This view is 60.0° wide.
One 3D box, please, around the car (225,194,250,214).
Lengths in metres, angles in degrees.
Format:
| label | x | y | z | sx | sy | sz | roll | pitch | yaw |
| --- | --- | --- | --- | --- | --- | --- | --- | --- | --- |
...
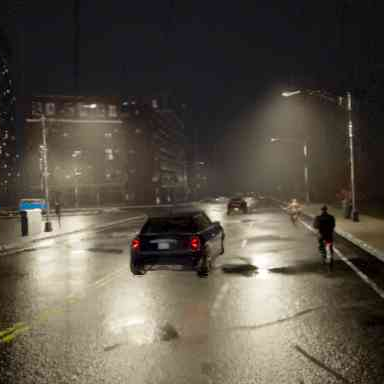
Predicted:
| label | x | y | z | sx | sy | sz | roll | pitch | yaw |
| --- | --- | --- | --- | --- | --- | --- | --- | --- | --- |
| car | 4.489 | 1.302 | 32.720 | 1.837 | 1.490 | 4.892 | -3 | 0 | 11 |

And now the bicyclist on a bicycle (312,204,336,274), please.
| label | x | y | z | sx | sy | sz | roll | pitch | yaw |
| --- | --- | --- | --- | --- | --- | --- | --- | --- | --- |
| bicyclist on a bicycle | 3.596 | 1.212 | 9.059 | 0.659 | 1.776 | 1.843 | -3 | 0 | 13 |

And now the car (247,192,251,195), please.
| label | x | y | z | sx | sy | sz | roll | pitch | yaw |
| --- | --- | --- | --- | --- | --- | --- | --- | --- | --- |
| car | 16.452 | 0.772 | 90.826 | 1.994 | 1.385 | 4.181 | -3 | 0 | 6 |

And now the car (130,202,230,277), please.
| label | x | y | z | sx | sy | sz | roll | pitch | yaw |
| --- | --- | --- | --- | --- | --- | --- | --- | --- | --- |
| car | -0.234 | 1.363 | 10.469 | 2.097 | 1.767 | 4.553 | -3 | 0 | 13 |

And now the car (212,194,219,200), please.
| label | x | y | z | sx | sy | sz | roll | pitch | yaw |
| --- | --- | --- | --- | --- | --- | --- | --- | --- | --- |
| car | 6.175 | 1.233 | 86.547 | 2.033 | 1.411 | 5.357 | -3 | 0 | 7 |

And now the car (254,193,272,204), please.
| label | x | y | z | sx | sy | sz | roll | pitch | yaw |
| --- | --- | --- | --- | --- | --- | --- | --- | --- | --- |
| car | 10.915 | 0.995 | 49.991 | 2.128 | 1.511 | 4.902 | -3 | 0 | 10 |

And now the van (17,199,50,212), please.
| label | x | y | z | sx | sy | sz | roll | pitch | yaw |
| --- | --- | --- | --- | --- | --- | --- | --- | --- | --- |
| van | -21.413 | 1.840 | 45.164 | 3.998 | 1.788 | 1.690 | -2 | -1 | -18 |

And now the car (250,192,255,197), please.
| label | x | y | z | sx | sy | sz | roll | pitch | yaw |
| --- | --- | --- | --- | --- | --- | --- | --- | --- | --- |
| car | 13.703 | 0.908 | 68.626 | 2.033 | 1.411 | 5.357 | -3 | 0 | 8 |

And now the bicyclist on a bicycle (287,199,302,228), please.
| label | x | y | z | sx | sy | sz | roll | pitch | yaw |
| --- | --- | --- | --- | --- | --- | --- | --- | --- | --- |
| bicyclist on a bicycle | 5.782 | 1.179 | 18.740 | 0.866 | 1.612 | 1.509 | -3 | 0 | 12 |

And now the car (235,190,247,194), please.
| label | x | y | z | sx | sy | sz | roll | pitch | yaw |
| --- | --- | --- | --- | --- | --- | --- | --- | --- | --- |
| car | 13.174 | 0.594 | 90.855 | 2.150 | 2.045 | 5.566 | -3 | 0 | 6 |

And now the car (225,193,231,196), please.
| label | x | y | z | sx | sy | sz | roll | pitch | yaw |
| --- | --- | --- | --- | --- | --- | --- | --- | --- | --- |
| car | 9.403 | 1.047 | 86.219 | 1.837 | 1.490 | 4.892 | -3 | 0 | 7 |
